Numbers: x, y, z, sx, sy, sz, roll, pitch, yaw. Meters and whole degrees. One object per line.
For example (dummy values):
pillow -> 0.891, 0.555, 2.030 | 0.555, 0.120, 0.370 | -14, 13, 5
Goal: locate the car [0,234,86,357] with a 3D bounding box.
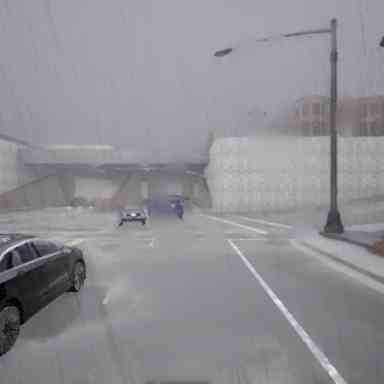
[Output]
car -> -3.438, 1.498, 5.990 | 2.128, 1.511, 4.902 | 0, 0, 0

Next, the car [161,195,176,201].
car -> -5.972, 1.548, 85.254 | 1.837, 1.490, 4.892 | 0, 0, 24

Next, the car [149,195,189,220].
car -> -2.362, 1.247, 28.530 | 2.150, 2.045, 5.566 | 0, 0, -19

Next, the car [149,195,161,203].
car -> -8.314, 1.557, 75.182 | 1.837, 1.490, 4.892 | 0, 0, 6

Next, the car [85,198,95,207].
car -> -15.010, 1.592, 53.706 | 2.033, 1.411, 5.357 | 0, 0, -1

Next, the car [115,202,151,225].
car -> -4.589, 1.571, 24.545 | 2.033, 1.411, 5.357 | 0, 0, -16

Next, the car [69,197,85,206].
car -> -18.526, 1.523, 54.333 | 1.882, 1.535, 5.008 | 0, 0, -1

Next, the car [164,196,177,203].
car -> -4.766, 1.587, 75.685 | 2.128, 1.511, 4.902 | 0, 0, 6
